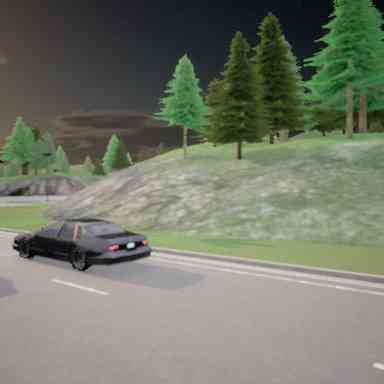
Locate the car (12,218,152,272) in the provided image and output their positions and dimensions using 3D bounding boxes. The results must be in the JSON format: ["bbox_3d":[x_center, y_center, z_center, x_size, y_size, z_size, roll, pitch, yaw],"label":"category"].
[{"bbox_3d":[-3.769,1.568,10.917,5.357,1.411,2.033,0,0,36],"label":"car"}]
